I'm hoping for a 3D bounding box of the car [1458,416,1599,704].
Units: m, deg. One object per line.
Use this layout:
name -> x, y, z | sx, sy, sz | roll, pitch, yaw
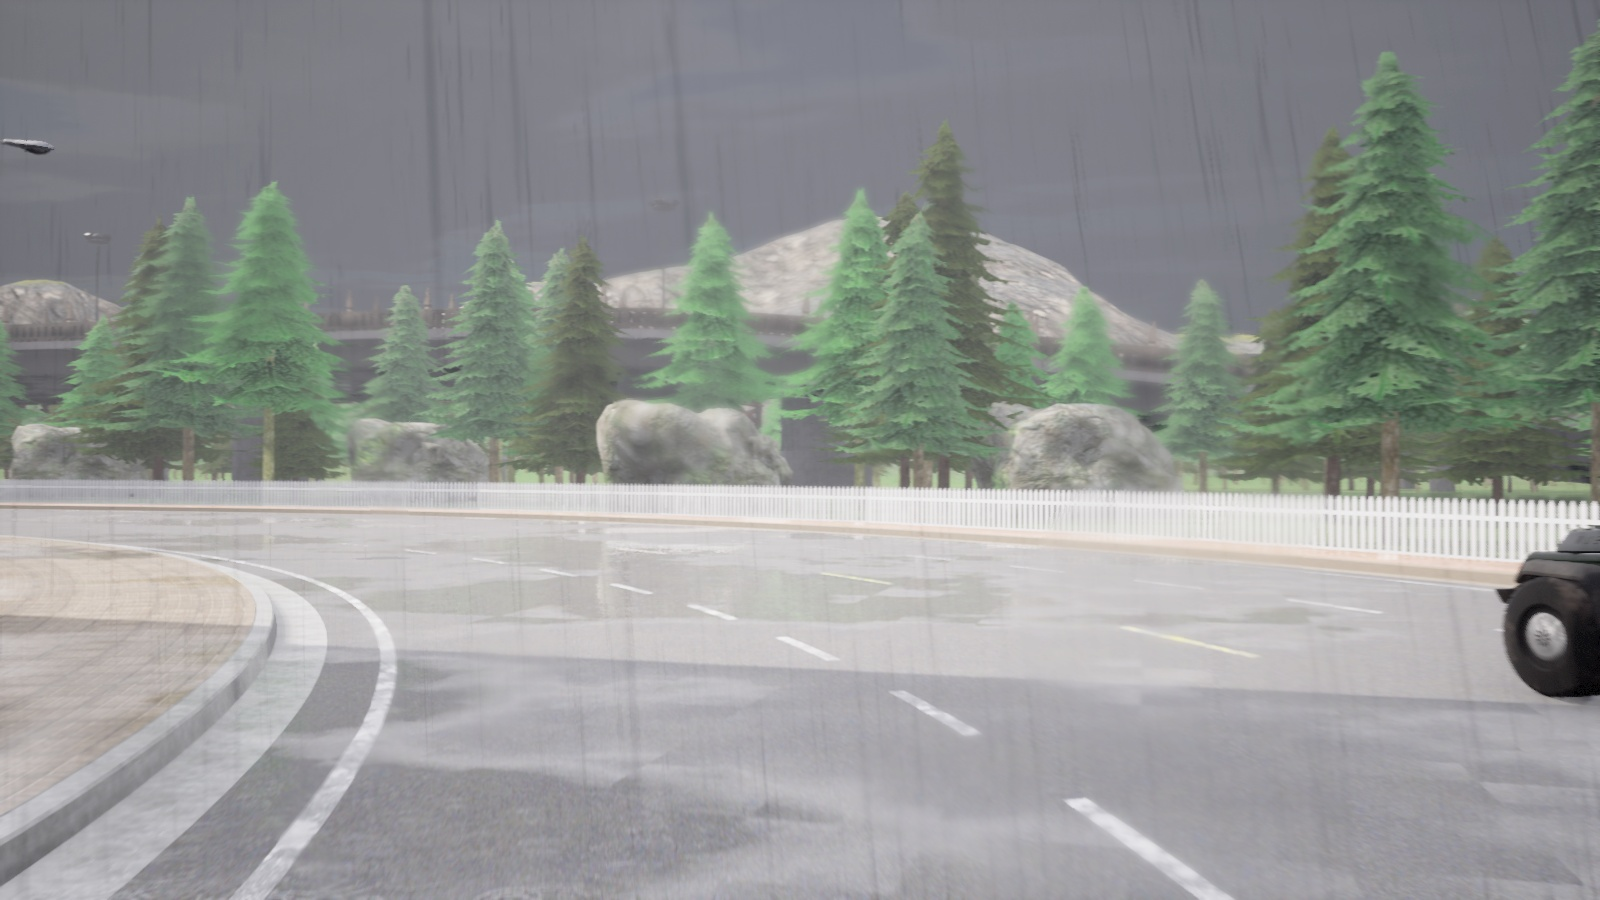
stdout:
car -> 6.264, 0.708, 7.763 | 1.905, 1.878, 3.866 | 0, -1, -10
